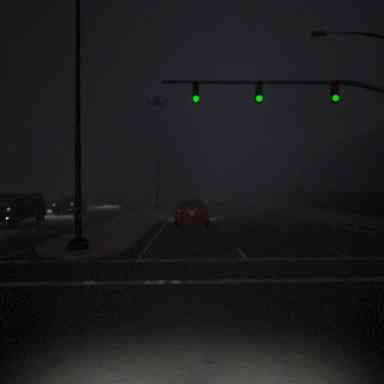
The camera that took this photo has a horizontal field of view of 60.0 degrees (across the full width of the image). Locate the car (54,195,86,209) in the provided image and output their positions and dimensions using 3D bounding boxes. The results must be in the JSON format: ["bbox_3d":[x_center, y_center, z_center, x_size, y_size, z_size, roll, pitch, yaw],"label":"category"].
[{"bbox_3d":[-15.056,1.214,41.469,2.128,1.511,4.902,0,1,0],"label":"car"}]

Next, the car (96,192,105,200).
[{"bbox_3d":[-14.886,0.845,56.642,1.837,1.490,4.892,0,0,0],"label":"car"}]

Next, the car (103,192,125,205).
[{"bbox_3d":[-11.476,1.159,50.558,2.128,1.511,4.902,0,0,1],"label":"car"}]

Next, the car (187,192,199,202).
[{"bbox_3d":[0.155,0.939,62.644,2.097,1.767,4.553,0,0,0],"label":"car"}]

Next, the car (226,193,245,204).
[{"bbox_3d":[7.089,1.005,52.681,2.097,1.767,4.553,0,0,0],"label":"car"}]

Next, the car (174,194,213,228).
[{"bbox_3d":[0.001,1.211,21.353,2.097,1.767,4.553,0,0,0],"label":"car"}]

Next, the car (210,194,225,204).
[{"bbox_3d":[3.586,1.256,52.349,1.895,1.301,4.718,0,0,0],"label":"car"}]

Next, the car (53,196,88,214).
[{"bbox_3d":[-11.578,1.142,31.751,2.097,1.767,4.553,0,0,0],"label":"car"}]

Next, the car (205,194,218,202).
[{"bbox_3d":[3.655,1.079,62.653,2.128,1.511,4.902,0,0,0],"label":"car"}]

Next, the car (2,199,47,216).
[{"bbox_3d":[-15.086,1.364,30.293,1.994,1.385,4.181,0,0,0],"label":"car"}]

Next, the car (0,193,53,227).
[{"bbox_3d":[-11.592,1.077,21.866,2.150,2.045,5.566,0,0,1],"label":"car"}]
